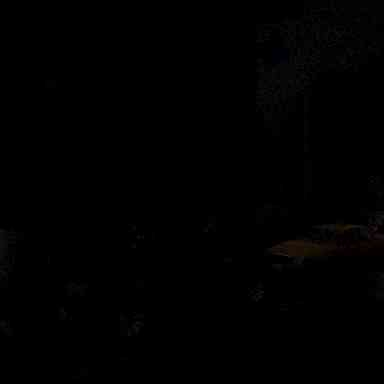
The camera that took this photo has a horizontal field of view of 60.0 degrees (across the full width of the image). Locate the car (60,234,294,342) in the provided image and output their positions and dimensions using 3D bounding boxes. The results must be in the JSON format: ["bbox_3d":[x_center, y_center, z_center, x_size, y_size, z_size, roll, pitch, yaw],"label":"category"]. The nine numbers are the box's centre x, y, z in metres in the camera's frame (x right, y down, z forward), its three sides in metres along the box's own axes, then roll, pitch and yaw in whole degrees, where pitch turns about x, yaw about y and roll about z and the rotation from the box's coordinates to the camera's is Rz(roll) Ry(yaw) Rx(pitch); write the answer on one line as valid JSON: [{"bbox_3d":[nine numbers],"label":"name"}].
[{"bbox_3d":[-0.242,1.566,6.496,4.313,1.339,1.947,0,0,-36],"label":"car"}]

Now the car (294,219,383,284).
[{"bbox_3d":[4.030,1.526,9.577,4.829,1.417,1.752,0,0,-36],"label":"car"}]
